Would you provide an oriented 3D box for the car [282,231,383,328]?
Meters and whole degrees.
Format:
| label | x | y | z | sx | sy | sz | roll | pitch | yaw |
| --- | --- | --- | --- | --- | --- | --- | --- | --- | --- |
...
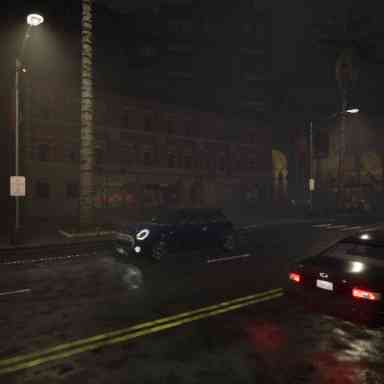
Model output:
| label | x | y | z | sx | sy | sz | roll | pitch | yaw |
| --- | --- | --- | --- | --- | --- | --- | --- | --- | --- |
| car | 4.182 | 1.547 | 6.844 | 5.357 | 1.411 | 2.033 | 0 | 0 | -36 |

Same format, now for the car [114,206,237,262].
| label | x | y | z | sx | sy | sz | roll | pitch | yaw |
| --- | --- | --- | --- | --- | --- | --- | --- | --- | --- |
| car | -0.514 | 1.352 | 12.284 | 4.553 | 1.767 | 2.097 | 0 | 0 | -36 |
